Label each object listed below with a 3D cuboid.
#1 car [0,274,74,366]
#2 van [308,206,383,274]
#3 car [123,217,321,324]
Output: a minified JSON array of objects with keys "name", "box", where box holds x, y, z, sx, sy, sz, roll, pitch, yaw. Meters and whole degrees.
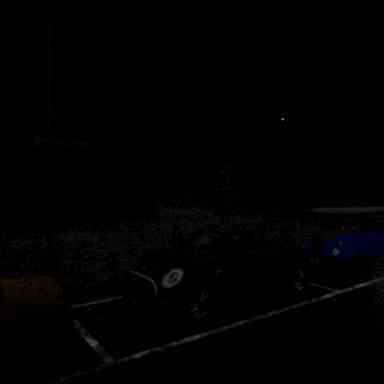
[{"name":"car","box":[-3.950,1.525,3.832,4.829,1.417,1.752,0,0,-36]},{"name":"van","box":[5.041,1.343,10.246,3.998,1.788,1.690,0,0,-36]},{"name":"car","box":[0.614,1.441,7.088,4.097,1.590,1.967,0,0,-36]}]
